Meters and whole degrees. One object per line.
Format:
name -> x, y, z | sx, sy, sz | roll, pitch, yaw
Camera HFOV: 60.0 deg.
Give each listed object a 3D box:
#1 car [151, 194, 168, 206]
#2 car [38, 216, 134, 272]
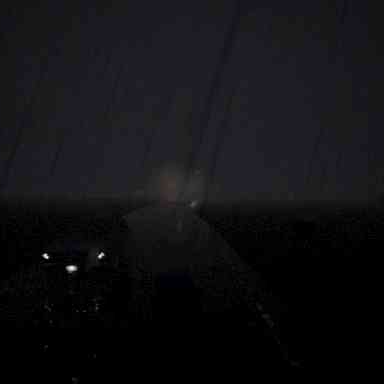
car -> -4.773, 1.140, 49.185 | 2.097, 1.767, 4.553 | 0, 0, 0
car -> -3.091, 1.503, 10.930 | 2.033, 1.411, 5.357 | 0, 0, -2
